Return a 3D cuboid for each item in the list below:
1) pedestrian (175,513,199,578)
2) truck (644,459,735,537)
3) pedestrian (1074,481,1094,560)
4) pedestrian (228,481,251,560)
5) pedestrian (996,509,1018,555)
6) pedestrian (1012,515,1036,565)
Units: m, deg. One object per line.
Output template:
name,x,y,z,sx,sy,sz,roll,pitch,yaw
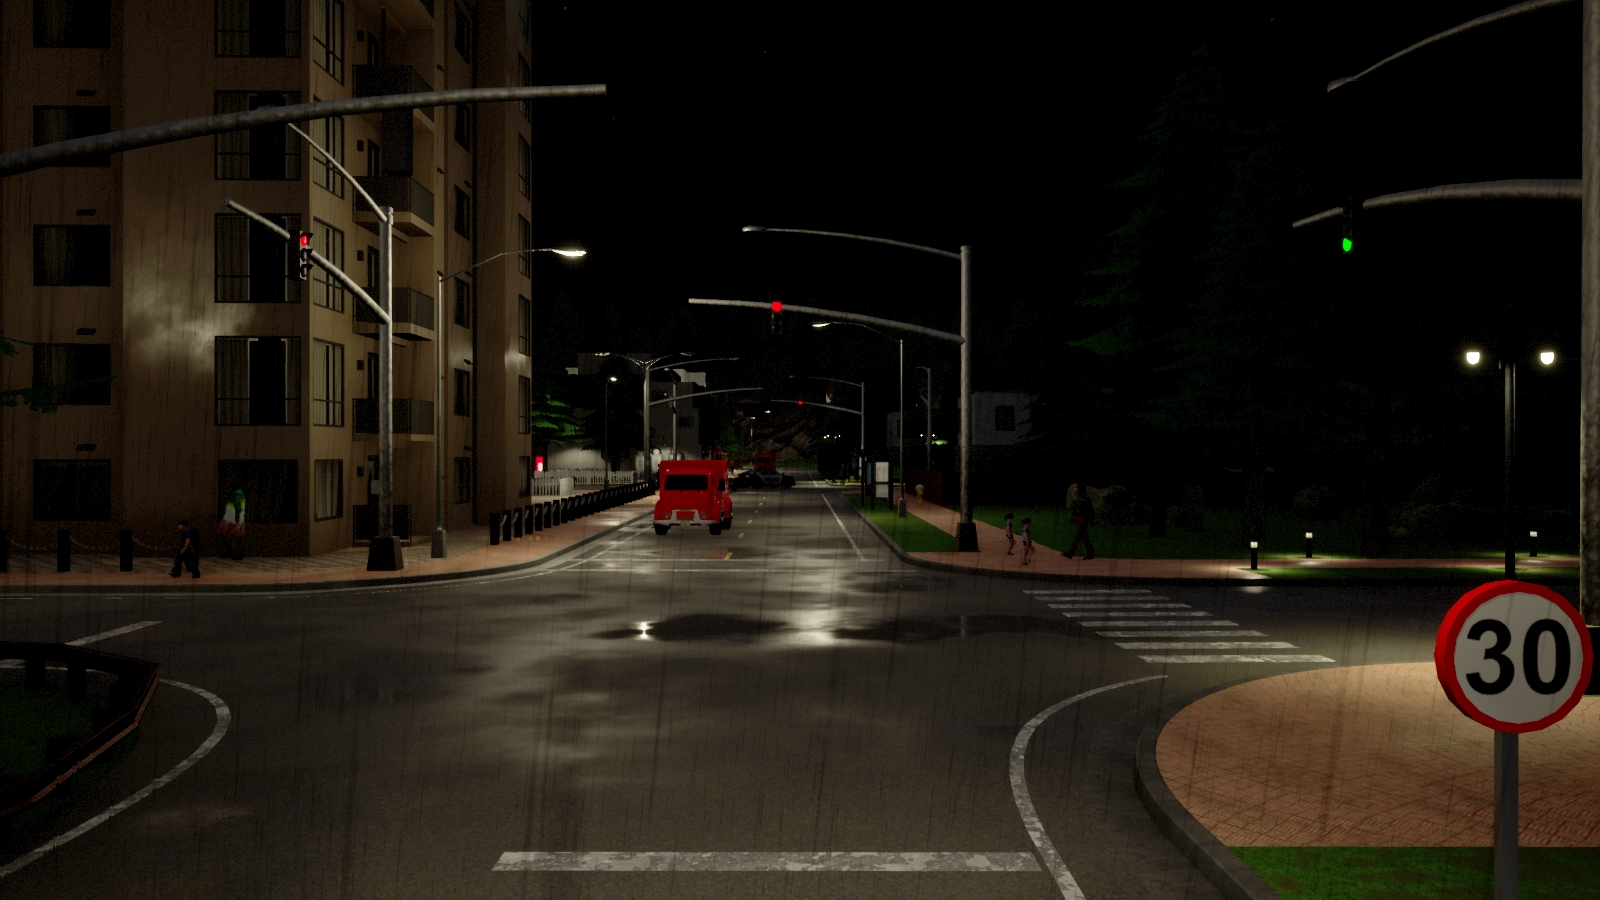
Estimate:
pedestrian,-12.695,1.976,23.662,0.375,1.300,0.375,0,0,-36
truck,-3.689,1.548,39.174,2.627,2.467,5.204,0,0,0
pedestrian,6.761,1.675,27.168,0.375,1.860,0.375,0,0,-1
pedestrian,-13.434,1.677,27.392,0.375,1.860,0.375,0,0,-4
pedestrian,5.206,2.058,28.708,0.500,1.100,0.500,0,0,4
pedestrian,5.144,2.057,26.259,0.500,1.100,0.500,0,0,16
